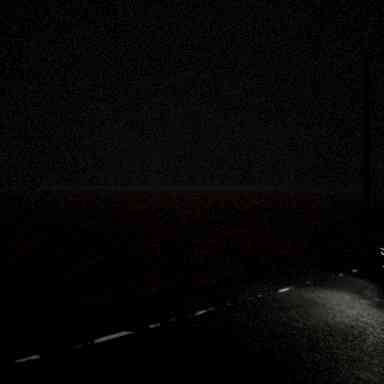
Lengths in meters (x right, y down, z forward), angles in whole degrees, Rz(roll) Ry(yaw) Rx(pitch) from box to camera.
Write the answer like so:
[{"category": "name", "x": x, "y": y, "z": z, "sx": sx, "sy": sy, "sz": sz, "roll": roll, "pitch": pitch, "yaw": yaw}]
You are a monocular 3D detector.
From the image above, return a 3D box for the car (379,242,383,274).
[{"category": "car", "x": 6.957, "y": 1.414, "z": 8.957, "sx": 5.008, "sy": 1.535, "sz": 1.882, "roll": 0, "pitch": 0, "yaw": -36}]
